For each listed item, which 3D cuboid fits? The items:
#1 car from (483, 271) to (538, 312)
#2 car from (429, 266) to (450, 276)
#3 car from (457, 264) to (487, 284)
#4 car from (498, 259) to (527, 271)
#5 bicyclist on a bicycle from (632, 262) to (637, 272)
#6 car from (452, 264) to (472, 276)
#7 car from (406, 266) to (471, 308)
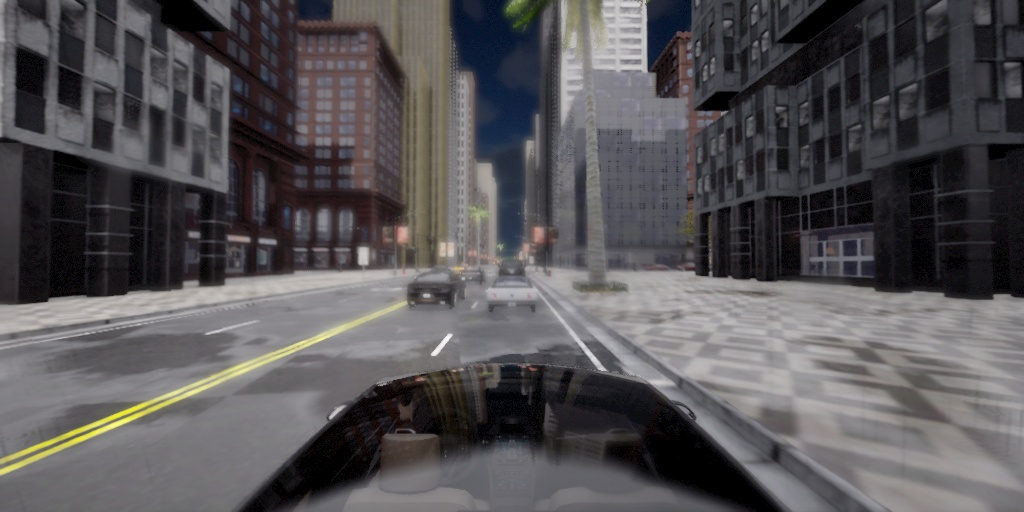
[{"bbox_3d":[0.018,1.493,15.131,1.895,1.301,4.718,0,-1,0],"label":"car"},{"bbox_3d":[-9.760,1.978,48.559,1.895,1.301,4.718,0,-1,0],"label":"car"},{"bbox_3d":[-3.227,1.577,30.381,2.128,1.511,4.902,0,-1,1],"label":"car"},{"bbox_3d":[0.011,1.296,29.434,2.150,2.045,5.566,0,0,0],"label":"car"},{"bbox_3d":[18.399,1.644,53.847,0.582,1.620,1.656,0,-2,-1],"label":"bicyclist on a bicycle"},{"bbox_3d":[-6.522,1.837,47.563,1.882,1.535,5.008,0,-1,1],"label":"car"},{"bbox_3d":[-3.220,1.380,16.122,1.882,1.535,5.008,0,0,1],"label":"car"}]
